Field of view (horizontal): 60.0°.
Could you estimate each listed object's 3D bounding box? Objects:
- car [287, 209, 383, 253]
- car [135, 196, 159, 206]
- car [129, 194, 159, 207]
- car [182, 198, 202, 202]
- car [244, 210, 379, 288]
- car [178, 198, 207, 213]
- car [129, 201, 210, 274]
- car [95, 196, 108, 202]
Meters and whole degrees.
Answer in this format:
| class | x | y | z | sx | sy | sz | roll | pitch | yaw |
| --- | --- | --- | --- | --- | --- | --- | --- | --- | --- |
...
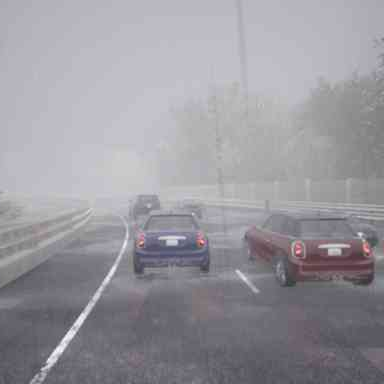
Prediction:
| class | x | y | z | sx | sy | sz | roll | pitch | yaw |
| --- | --- | --- | --- | --- | --- | --- | --- | --- | --- |
| car | 5.897 | 1.516 | 14.259 | 1.994 | 1.385 | 4.181 | 0 | 0 | -8 |
| car | -7.348 | 1.416 | 53.997 | 2.128 | 1.511 | 4.902 | 0 | 0 | -29 |
| car | -4.000 | 1.183 | 27.938 | 2.150 | 2.045 | 5.566 | 0 | 0 | -16 |
| car | -0.511 | 1.453 | 28.351 | 1.837 | 1.490 | 4.892 | 0 | 0 | -15 |
| car | 2.929 | 1.324 | 9.390 | 2.097 | 1.767 | 4.553 | 0 | 0 | -5 |
| car | 0.024 | 1.456 | 37.856 | 1.812 | 1.442 | 4.674 | 0 | 0 | -20 |
| car | -0.721 | 1.334 | 10.797 | 2.097 | 1.767 | 4.553 | 0 | 0 | -5 |
| car | -20.617 | 1.527 | 75.405 | 1.895 | 1.301 | 4.718 | 0 | 0 | -33 |
